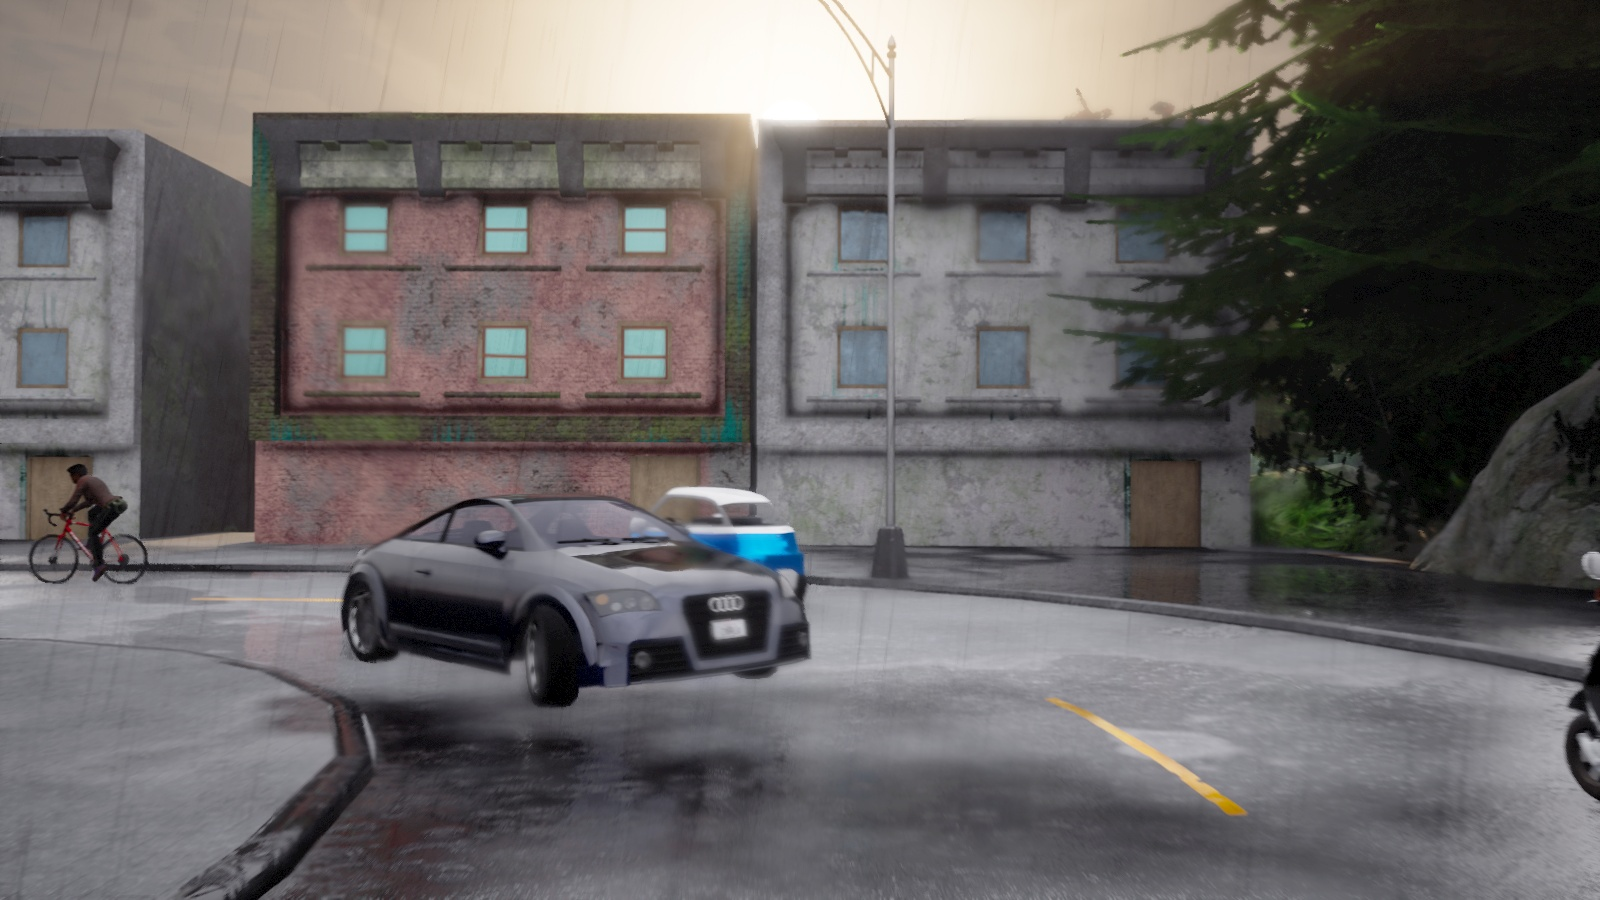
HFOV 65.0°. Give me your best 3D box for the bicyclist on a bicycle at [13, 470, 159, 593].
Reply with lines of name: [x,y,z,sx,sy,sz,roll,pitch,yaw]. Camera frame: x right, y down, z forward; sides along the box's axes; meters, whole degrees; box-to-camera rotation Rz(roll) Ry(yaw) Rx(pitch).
bicyclist on a bicycle: [-9.618,1.090,16.936,1.656,1.620,0.582,-1,-1,3]

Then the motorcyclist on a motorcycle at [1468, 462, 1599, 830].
motorcyclist on a motorcycle: [3.882,0.844,5.447,0.866,1.590,1.817,-1,-1,-5]

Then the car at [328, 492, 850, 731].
car: [-1.819,1.052,9.825,1.994,1.385,4.181,1,-1,-44]

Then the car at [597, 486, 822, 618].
car: [-1.069,1.122,14.674,2.207,1.376,1.481,-1,-1,40]
